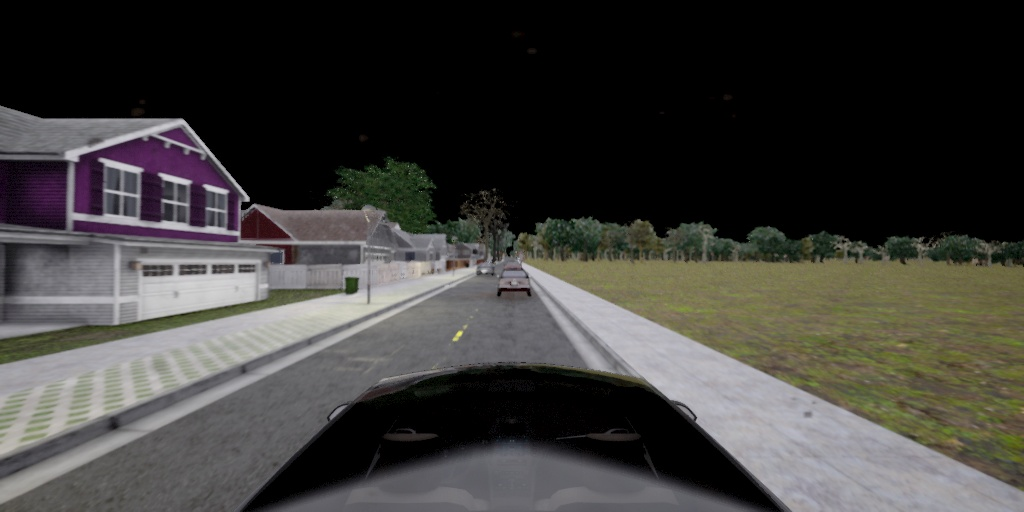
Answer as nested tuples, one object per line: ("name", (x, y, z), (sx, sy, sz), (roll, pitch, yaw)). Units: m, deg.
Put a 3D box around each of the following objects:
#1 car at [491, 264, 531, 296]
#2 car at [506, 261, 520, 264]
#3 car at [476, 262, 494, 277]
("car", (0.108, 1.392, 20.253), (2.033, 1.411, 5.357), (0, 0, 0))
("car", (0.103, 1.293, 40.480), (2.097, 1.767, 4.553), (0, 0, 0))
("car", (-2.833, 1.426, 39.141), (2.128, 1.511, 4.902), (0, 0, 0))
